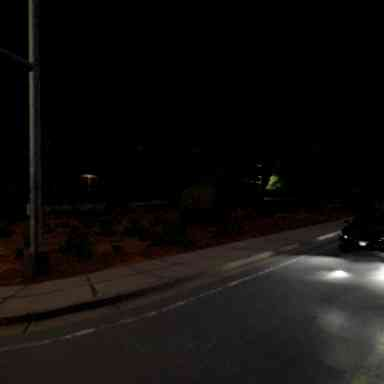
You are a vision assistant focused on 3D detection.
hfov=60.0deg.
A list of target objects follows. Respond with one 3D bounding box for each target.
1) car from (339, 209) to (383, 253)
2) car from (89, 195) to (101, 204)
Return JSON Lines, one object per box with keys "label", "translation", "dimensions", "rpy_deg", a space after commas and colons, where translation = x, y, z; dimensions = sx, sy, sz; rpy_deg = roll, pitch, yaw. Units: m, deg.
{"label": "car", "translation": [7.201, 1.452, 12.812], "dimensions": [1.837, 1.490, 4.892], "rpy_deg": [-1, 0, 41]}
{"label": "car", "translation": [-21.789, 1.775, 75.044], "dimensions": [1.905, 1.878, 3.866], "rpy_deg": [5, 1, -6]}
